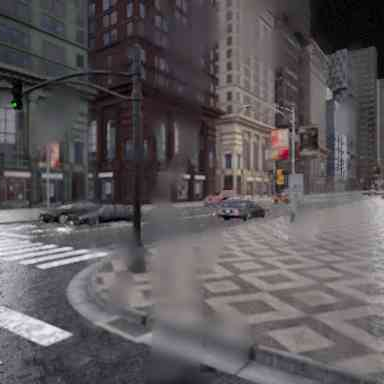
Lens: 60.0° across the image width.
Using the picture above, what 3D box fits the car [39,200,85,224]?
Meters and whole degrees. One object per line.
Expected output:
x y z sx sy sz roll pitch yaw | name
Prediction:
-8.482 1.396 24.088 1.882 1.535 5.008 0 1 36 | car

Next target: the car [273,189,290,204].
14.114 0.612 49.920 2.150 2.045 5.566 0 1 36 | car

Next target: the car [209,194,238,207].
4.082 1.218 36.039 1.812 1.442 4.674 0 1 35 | car

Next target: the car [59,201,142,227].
-5.760 1.455 22.305 2.033 1.411 5.357 0 1 36 | car

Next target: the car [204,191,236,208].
3.653 0.875 41.039 2.150 2.045 5.566 0 1 36 | car

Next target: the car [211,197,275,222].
3.869 1.343 24.423 2.033 1.411 5.357 0 1 36 | car
